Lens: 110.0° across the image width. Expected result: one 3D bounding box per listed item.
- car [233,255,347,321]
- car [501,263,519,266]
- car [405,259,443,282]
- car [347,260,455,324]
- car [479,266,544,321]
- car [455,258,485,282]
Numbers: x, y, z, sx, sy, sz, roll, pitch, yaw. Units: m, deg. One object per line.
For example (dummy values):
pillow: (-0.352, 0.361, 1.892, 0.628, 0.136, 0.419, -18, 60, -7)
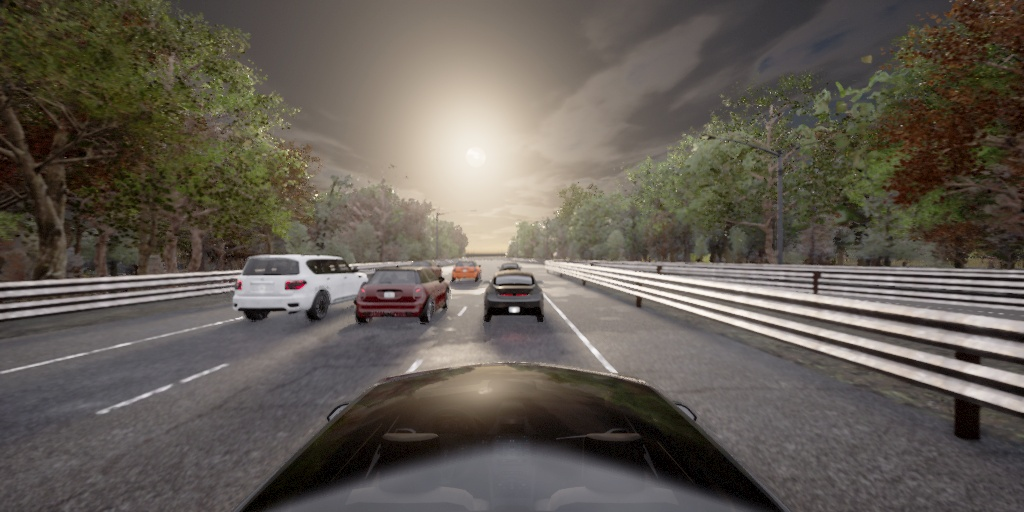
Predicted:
car: (-6.948, 0.985, 12.619, 2.150, 2.045, 5.566, 0, 0, 0)
car: (-0.178, 1.292, 30.053, 1.837, 1.490, 4.892, 0, 0, -1)
car: (-7.176, 1.142, 29.824, 2.097, 1.767, 4.553, 0, 0, -1)
car: (-3.450, 1.114, 12.182, 2.097, 1.767, 4.553, 0, 0, 0)
car: (0.050, 1.266, 12.509, 1.837, 1.490, 4.892, 0, 0, 0)
car: (-3.675, 1.141, 29.791, 2.097, 1.767, 4.553, 0, 0, -1)
